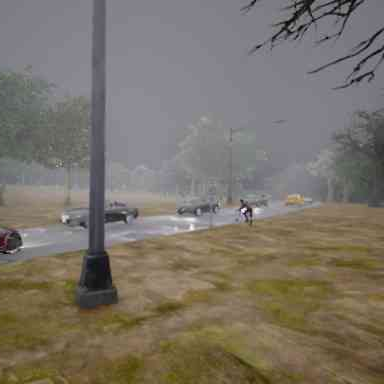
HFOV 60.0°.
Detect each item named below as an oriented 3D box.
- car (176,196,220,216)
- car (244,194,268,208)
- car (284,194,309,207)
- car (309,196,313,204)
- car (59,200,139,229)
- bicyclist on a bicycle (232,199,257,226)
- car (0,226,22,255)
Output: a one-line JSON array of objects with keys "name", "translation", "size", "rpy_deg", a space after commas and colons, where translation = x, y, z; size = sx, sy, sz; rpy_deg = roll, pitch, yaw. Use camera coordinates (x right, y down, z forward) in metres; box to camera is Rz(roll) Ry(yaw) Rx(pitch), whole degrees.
[{"name": "car", "translation": [0.590, 1.107, 27.685], "size": [1.837, 1.490, 4.892], "rpy_deg": [2, 2, 33]}, {"name": "car", "translation": [7.379, 0.985, 38.466], "size": [1.837, 1.490, 4.892], "rpy_deg": [2, 1, 30]}, {"name": "car", "translation": [13.186, 1.032, 42.454], "size": [1.882, 1.535, 5.008], "rpy_deg": [2, 1, 28]}, {"name": "car", "translation": [17.781, 1.222, 51.828], "size": [1.895, 1.301, 4.718], "rpy_deg": [2, 0, 23]}, {"name": "car", "translation": [-5.292, 1.222, 19.529], "size": [2.128, 1.511, 4.902], "rpy_deg": [2, 2, 37]}, {"name": "bicyclist on a bicycle", "translation": [3.150, 1.255, 20.078], "size": [1.656, 1.620, 0.582], "rpy_deg": [0, 0, 36]}, {"name": "car", "translation": [-7.239, 1.493, 10.405], "size": [1.994, 1.385, 4.181], "rpy_deg": [0, 1, 3]}]
